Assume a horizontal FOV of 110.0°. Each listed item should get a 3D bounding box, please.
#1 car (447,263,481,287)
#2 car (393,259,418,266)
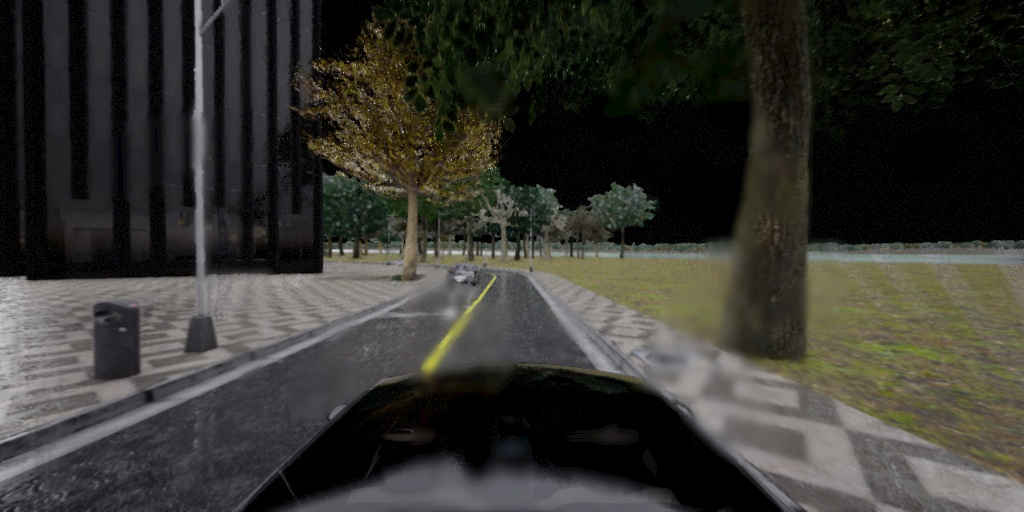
[{"bbox_3d":[-3.167,1.227,24.235,2.128,1.511,4.902,0,0,-1],"label":"car"},{"bbox_3d":[-18.565,1.114,62.528,4.718,1.301,1.895,1,1,37],"label":"car"}]
